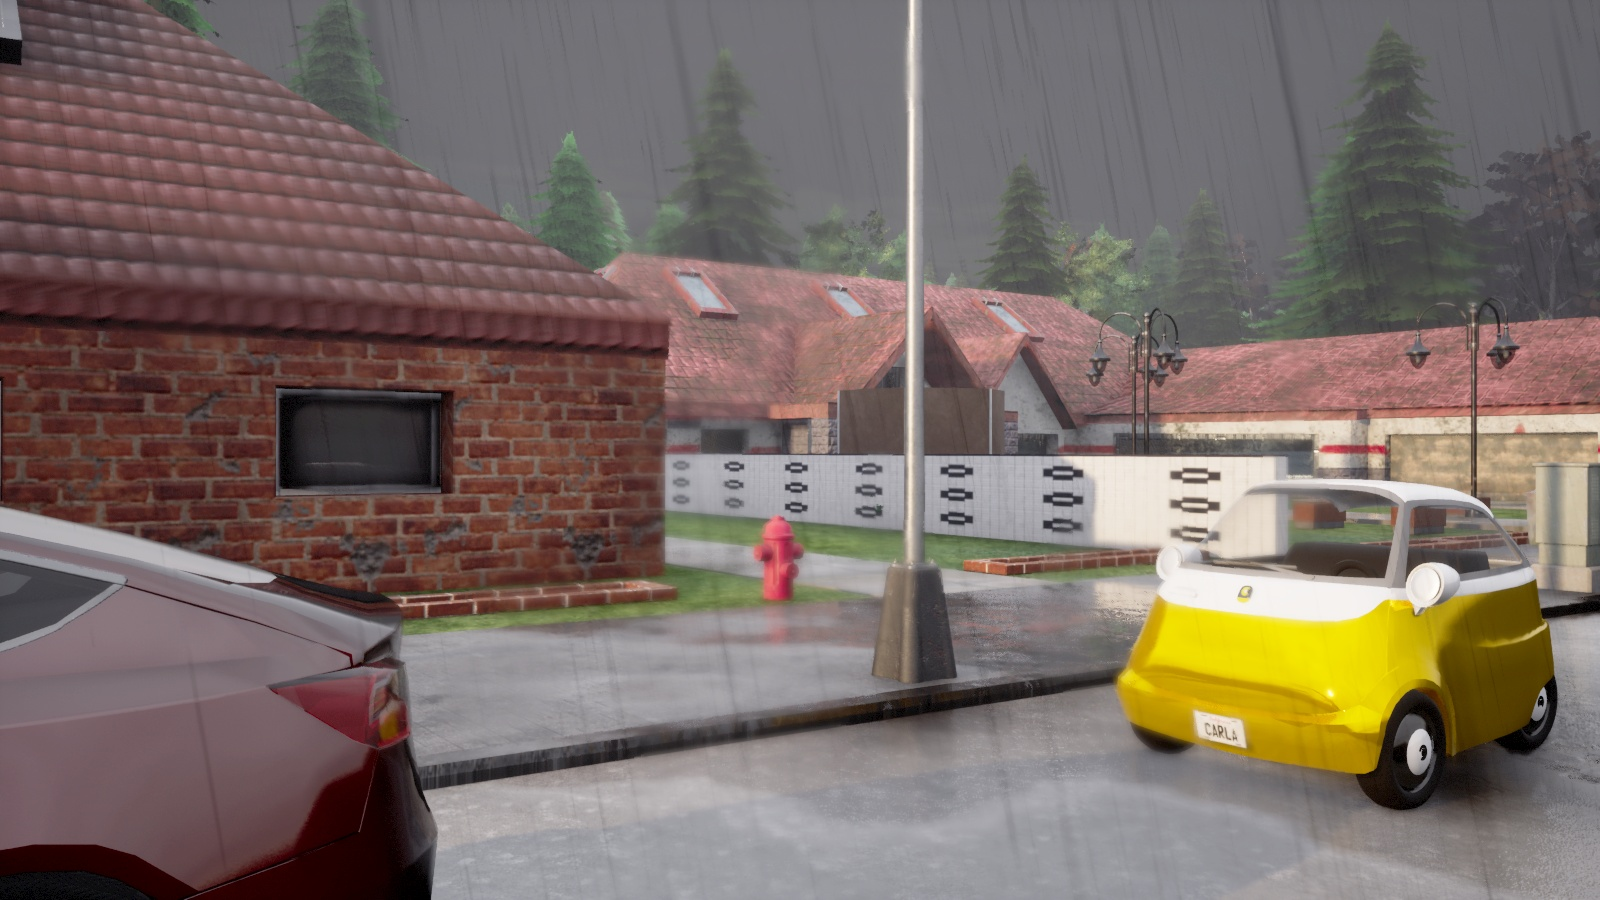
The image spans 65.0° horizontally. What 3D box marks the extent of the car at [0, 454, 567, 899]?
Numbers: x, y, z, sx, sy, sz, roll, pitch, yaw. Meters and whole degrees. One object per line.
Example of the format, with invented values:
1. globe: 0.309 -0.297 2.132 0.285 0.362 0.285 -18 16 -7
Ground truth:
1. car: -3.070 0.756 2.135 4.792 1.488 2.163 0 0 -35

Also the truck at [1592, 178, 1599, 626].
1. truck: 11.095 -0.414 11.998 8.468 3.827 2.891 0 0 -35

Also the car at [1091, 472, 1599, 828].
1. car: 2.760 0.809 6.189 2.207 1.376 1.481 0 0 -35
